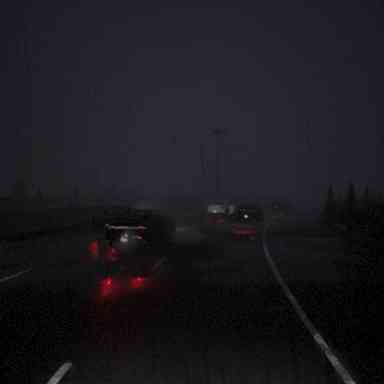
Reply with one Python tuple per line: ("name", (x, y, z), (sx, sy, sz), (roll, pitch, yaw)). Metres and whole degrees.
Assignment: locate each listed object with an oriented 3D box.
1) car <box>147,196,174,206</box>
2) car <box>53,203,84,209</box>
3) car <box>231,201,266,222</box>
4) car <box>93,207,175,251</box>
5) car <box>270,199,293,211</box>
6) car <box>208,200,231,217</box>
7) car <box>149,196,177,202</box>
("car", (-5.193, 1.450, 55.253), (1.882, 1.535, 5.008), (0, 0, 31))
("car", (-10.033, 1.565, 26.923), (1.895, 1.301, 4.718), (0, 0, 17))
("car", (4.679, 1.512, 26.435), (1.837, 1.490, 4.892), (0, 0, 18))
("car", (-1.999, 1.482, 14.164), (2.128, 1.511, 4.902), (0, 0, 9))
("car", (10.981, 1.546, 40.829), (1.812, 1.442, 4.674), (0, 0, 28))
("car", (2.923, 1.526, 31.890), (1.812, 1.442, 4.674), (0, 0, 21))
("car", (-3.715, 1.524, 50.872), (2.033, 1.411, 5.357), (0, 0, 30))
